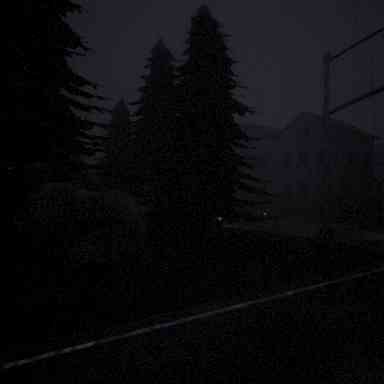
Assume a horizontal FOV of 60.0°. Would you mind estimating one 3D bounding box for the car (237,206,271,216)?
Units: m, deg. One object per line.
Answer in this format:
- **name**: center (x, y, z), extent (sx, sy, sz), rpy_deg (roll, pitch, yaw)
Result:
- **car**: center (4.948, 1.779, 29.441), extent (1.994, 1.385, 4.181), rpy_deg (1, 0, -35)
